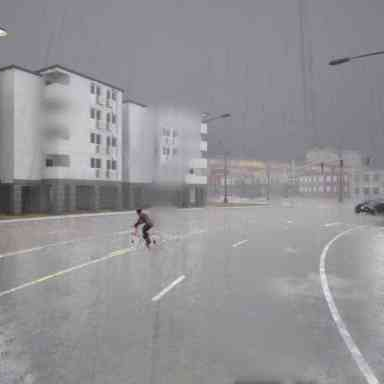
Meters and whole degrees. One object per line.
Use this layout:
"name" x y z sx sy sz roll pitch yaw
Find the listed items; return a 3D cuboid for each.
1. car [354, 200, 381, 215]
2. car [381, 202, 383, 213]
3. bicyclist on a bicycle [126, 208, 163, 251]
"car" 18.804 1.564 34.506 4.181 1.385 1.994 0 0 -33
"car" 20.223 1.505 31.247 4.892 1.490 1.837 0 0 -34
"bicyclist on a bicycle" -1.866 1.454 12.755 1.656 1.620 0.582 -2 -1 23
